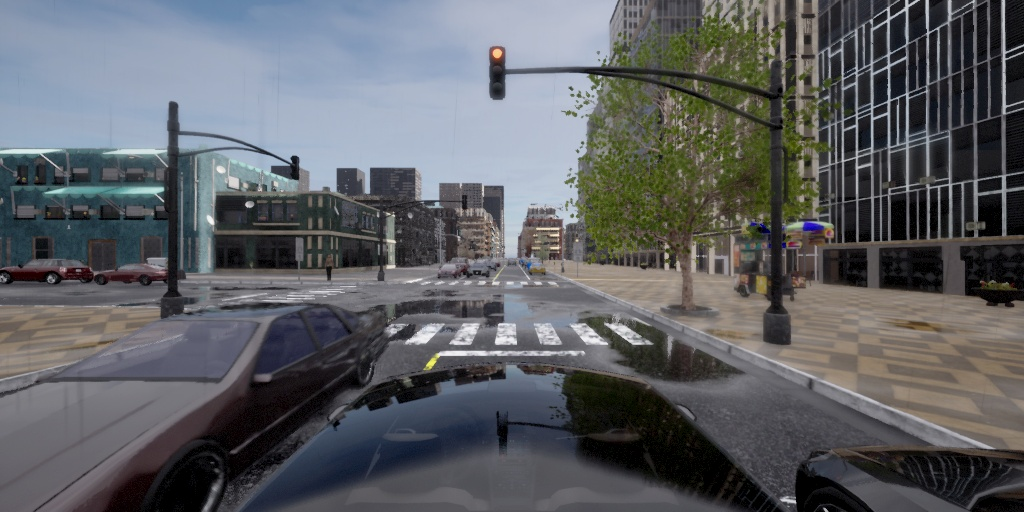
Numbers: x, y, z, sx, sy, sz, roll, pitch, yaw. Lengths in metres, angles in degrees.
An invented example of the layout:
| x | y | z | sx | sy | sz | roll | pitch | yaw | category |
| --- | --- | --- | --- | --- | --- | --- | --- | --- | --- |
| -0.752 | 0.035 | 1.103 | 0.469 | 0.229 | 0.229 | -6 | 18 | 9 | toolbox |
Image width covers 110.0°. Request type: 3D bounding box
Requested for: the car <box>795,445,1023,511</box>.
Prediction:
| x | y | z | sx | sy | sz | roll | pitch | yaw | category |
| --- | --- | --- | --- | --- | --- | --- | --- | --- | --- |
| 2.691 | 1.316 | 0.495 | 1.948 | 1.339 | 4.313 | 0 | 0 | 0 | car |

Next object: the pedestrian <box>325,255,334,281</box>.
| x | y | z | sx | sy | sz | roll | pitch | yaw | category |
| --- | --- | --- | --- | --- | --- | --- | --- | --- | --- |
| -12.746 | 0.788 | 24.977 | 0.375 | 1.860 | 0.375 | 0 | -1 | -1 | pedestrian |

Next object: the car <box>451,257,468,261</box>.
| x | y | z | sx | sy | sz | roll | pitch | yaw | category |
| --- | --- | --- | --- | --- | --- | --- | --- | --- | --- |
| -5.685 | 1.067 | 38.523 | 2.192 | 1.841 | 5.009 | 0 | 0 | 0 | car |

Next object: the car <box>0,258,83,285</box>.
| x | y | z | sx | sy | sz | roll | pitch | yaw | category |
| --- | --- | --- | --- | --- | --- | --- | --- | --- | --- |
| -28.366 | 0.879 | 21.810 | 4.097 | 1.591 | 1.967 | 0 | 0 | -1 | car |

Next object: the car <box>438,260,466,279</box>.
| x | y | z | sx | sy | sz | roll | pitch | yaw | category |
| --- | --- | --- | --- | --- | --- | --- | --- | --- | --- |
| -5.685 | 1.334 | 32.972 | 1.802 | 1.307 | 4.207 | 0 | 0 | 0 | car |

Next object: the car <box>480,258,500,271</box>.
| x | y | z | sx | sy | sz | roll | pitch | yaw | category |
| --- | --- | --- | --- | --- | --- | --- | --- | --- | --- |
| -3.087 | 1.317 | 47.884 | 1.994 | 1.385 | 4.181 | 0 | 0 | 1 | car |

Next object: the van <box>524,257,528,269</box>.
| x | y | z | sx | sy | sz | roll | pitch | yaw | category |
| --- | --- | --- | --- | --- | --- | --- | --- | --- | --- |
| 2.696 | 1.094 | 44.075 | 1.690 | 1.789 | 3.998 | 0 | 0 | 0 | van |

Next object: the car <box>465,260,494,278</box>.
| x | y | z | sx | sy | sz | roll | pitch | yaw | category |
| --- | --- | --- | --- | --- | --- | --- | --- | --- | --- |
| -3.095 | 1.316 | 33.796 | 1.994 | 1.385 | 4.181 | 0 | 0 | 0 | car |

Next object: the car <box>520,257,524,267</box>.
| x | y | z | sx | sy | sz | roll | pitch | yaw | category |
| --- | --- | --- | --- | --- | --- | --- | --- | --- | --- |
| 2.697 | 1.305 | 55.177 | 2.007 | 1.370 | 4.403 | 0 | 0 | 0 | car |

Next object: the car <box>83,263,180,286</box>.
| x | y | z | sx | sy | sz | roll | pitch | yaw | category |
| --- | --- | --- | --- | --- | --- | --- | --- | --- | --- |
| -22.818 | 1.090 | 21.887 | 4.207 | 1.307 | 1.802 | 0 | 0 | -1 | car |

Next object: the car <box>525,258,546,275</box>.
| x | y | z | sx | sy | sz | roll | pitch | yaw | category |
| --- | --- | --- | --- | --- | --- | --- | --- | --- | --- |
| 2.695 | 1.278 | 38.694 | 1.751 | 1.417 | 4.829 | 0 | 0 | 0 | car |

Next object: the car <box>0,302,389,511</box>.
| x | y | z | sx | sy | sz | roll | pitch | yaw | category |
| --- | --- | --- | --- | --- | --- | --- | --- | --- | --- |
| -3.099 | 1.298 | 4.132 | 2.033 | 1.411 | 5.357 | 0 | 0 | 0 | car |
